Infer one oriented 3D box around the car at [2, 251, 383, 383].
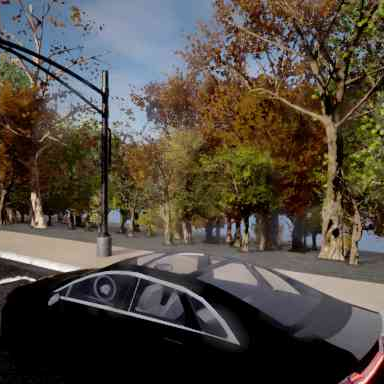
[{"bbox_3d":[-0.408,1.491,3.985,4.902,1.511,2.128,0,0,36],"label":"car"}]
